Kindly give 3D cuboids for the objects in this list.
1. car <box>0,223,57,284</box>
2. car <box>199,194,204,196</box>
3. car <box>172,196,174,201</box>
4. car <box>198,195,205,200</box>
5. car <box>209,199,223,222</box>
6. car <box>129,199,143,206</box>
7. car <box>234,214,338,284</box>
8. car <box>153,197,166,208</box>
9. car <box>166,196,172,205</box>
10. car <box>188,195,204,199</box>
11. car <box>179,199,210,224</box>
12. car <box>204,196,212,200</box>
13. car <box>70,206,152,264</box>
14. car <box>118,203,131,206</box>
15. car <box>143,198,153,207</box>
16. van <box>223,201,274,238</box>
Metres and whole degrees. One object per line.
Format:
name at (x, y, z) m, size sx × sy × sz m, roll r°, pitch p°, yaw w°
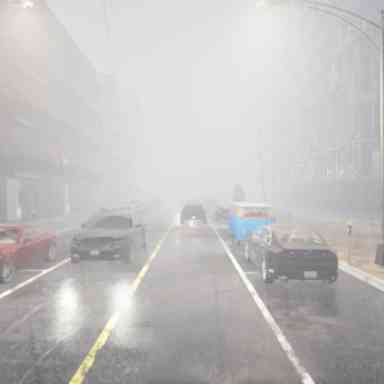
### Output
car at (-5.304, 1.587, 9.567) m, size 1.802 × 1.307 × 4.206 m, roll 1°, pitch 0°, yaw 0°
car at (2.583, 1.477, 54.616) m, size 1.967 × 1.590 × 4.097 m, roll 1°, pitch 0°, yaw 0°
car at (-5.262, 1.590, 82.802) m, size 1.752 × 1.417 × 4.829 m, roll 1°, pitch 0°, yaw 0°
car at (2.588, 1.623, 94.181) m, size 1.887 × 1.381 × 4.507 m, roll 1°, pitch 0°, yaw 0°
car at (2.578, 1.560, 26.354) m, size 1.887 × 1.381 × 4.507 m, roll 1°, pitch 0°, yaw 0°
car at (-5.302, 1.541, 26.337) m, size 1.752 × 1.417 × 4.829 m, roll 1°, pitch 0°, yaw 0°
car at (2.576, 1.556, 9.397) m, size 2.008 × 1.369 × 4.403 m, roll 1°, pitch 0°, yaw 0°
car at (-5.309, 1.598, 49.093) m, size 1.947 × 1.339 × 4.313 m, roll 1°, pitch 0°, yaw 0°
car at (-5.271, 1.593, 60.386) m, size 2.008 × 1.369 × 4.403 m, roll 1°, pitch 0°, yaw 0°
car at (0.105, 1.519, 42.769) m, size 2.128 × 1.511 × 4.902 m, roll 0°, pitch 0°, yaw 0°
car at (0.104, 1.517, 25.098) m, size 1.837 × 1.490 × 4.892 m, roll 0°, pitch -1°, yaw 0°
car at (2.581, 1.553, 43.481) m, size 1.752 × 1.417 × 4.829 m, roll 1°, pitch 0°, yaw 0°
car at (-2.775, 1.484, 12.071) m, size 1.882 × 1.535 × 5.008 m, roll 0°, pitch 0°, yaw 1°
car at (-5.303, 1.594, 20.860) m, size 1.802 × 1.307 × 4.206 m, roll 1°, pitch 0°, yaw 0°
car at (-5.300, 1.460, 32.153) m, size 1.967 × 1.590 × 4.097 m, roll 1°, pitch 0°, yaw 0°
van at (2.580, 1.349, 15.050) m, size 1.690 × 1.788 × 3.998 m, roll 1°, pitch 0°, yaw 0°
